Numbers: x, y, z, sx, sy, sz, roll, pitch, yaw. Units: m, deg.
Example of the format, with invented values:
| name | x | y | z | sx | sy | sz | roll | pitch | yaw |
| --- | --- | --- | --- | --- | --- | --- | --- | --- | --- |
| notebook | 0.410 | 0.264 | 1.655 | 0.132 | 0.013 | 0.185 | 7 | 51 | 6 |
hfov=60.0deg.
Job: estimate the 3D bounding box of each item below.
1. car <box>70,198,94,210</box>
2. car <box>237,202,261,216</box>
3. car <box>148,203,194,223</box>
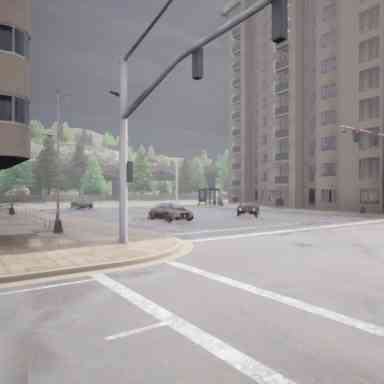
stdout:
| name | x | y | z | sx | sy | sz | roll | pitch | yaw |
| --- | --- | --- | --- | --- | --- | --- | --- | --- | --- |
| car | -14.283 | 1.504 | 43.011 | 1.837 | 1.490 | 4.892 | 0 | -1 | -36 |
| car | 5.527 | 1.601 | 31.933 | 1.895 | 1.301 | 4.718 | 0 | 0 | 15 |
| car | -1.675 | 1.560 | 25.575 | 1.994 | 1.385 | 4.181 | 0 | 0 | -36 |
